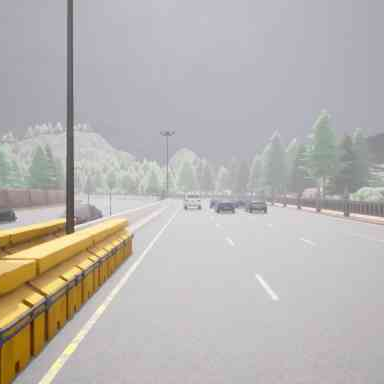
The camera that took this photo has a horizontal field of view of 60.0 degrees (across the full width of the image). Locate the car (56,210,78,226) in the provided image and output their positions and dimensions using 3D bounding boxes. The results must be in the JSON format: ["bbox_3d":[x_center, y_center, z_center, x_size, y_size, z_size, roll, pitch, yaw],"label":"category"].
[{"bbox_3d":[-7.077,1.525,21.291,1.812,1.442,4.674,0,0,0],"label":"car"}]

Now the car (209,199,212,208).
[{"bbox_3d":[3.523,1.478,47.485,1.882,1.535,5.008,0,0,0],"label":"car"}]

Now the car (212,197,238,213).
[{"bbox_3d":[3.605,1.478,37.013,1.882,1.535,5.008,0,0,0],"label":"car"}]

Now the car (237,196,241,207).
[{"bbox_3d":[7.015,1.352,46.952,2.097,1.767,4.553,0,0,0],"label":"car"}]

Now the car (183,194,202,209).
[{"bbox_3d":[0.097,1.221,44.291,2.150,2.045,5.566,0,0,0],"label":"car"}]

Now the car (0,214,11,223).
[{"bbox_3d":[-7.080,1.525,8.812,1.812,1.442,4.674,0,0,0],"label":"car"}]

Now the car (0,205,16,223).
[{"bbox_3d":[-14.070,1.564,23.049,1.994,1.385,4.181,0,0,0],"label":"car"}]

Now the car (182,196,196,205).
[{"bbox_3d":[-0.529,1.491,58.742,2.128,1.511,4.902,0,0,-5],"label":"car"}]

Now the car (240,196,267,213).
[{"bbox_3d":[7.073,1.491,37.052,2.128,1.511,4.902,0,0,0],"label":"car"}]
